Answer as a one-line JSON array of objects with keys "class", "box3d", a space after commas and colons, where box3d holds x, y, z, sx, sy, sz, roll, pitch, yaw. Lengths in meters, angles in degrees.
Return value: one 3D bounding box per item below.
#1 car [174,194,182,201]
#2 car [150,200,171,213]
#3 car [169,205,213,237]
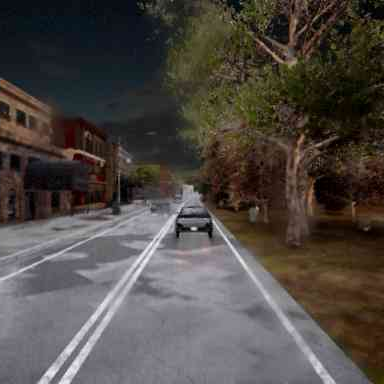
[{"class": "car", "box3d": [-3.268, 1.294, 77.849, 1.882, 1.535, 5.008, 0, 0, 0]}, {"class": "car", "box3d": [-3.353, 1.551, 36.385, 1.994, 1.385, 4.181, 0, 0, 0]}, {"class": "car", "box3d": [0.095, 1.491, 17.945, 2.128, 1.511, 4.902, 0, 0, 0]}]
